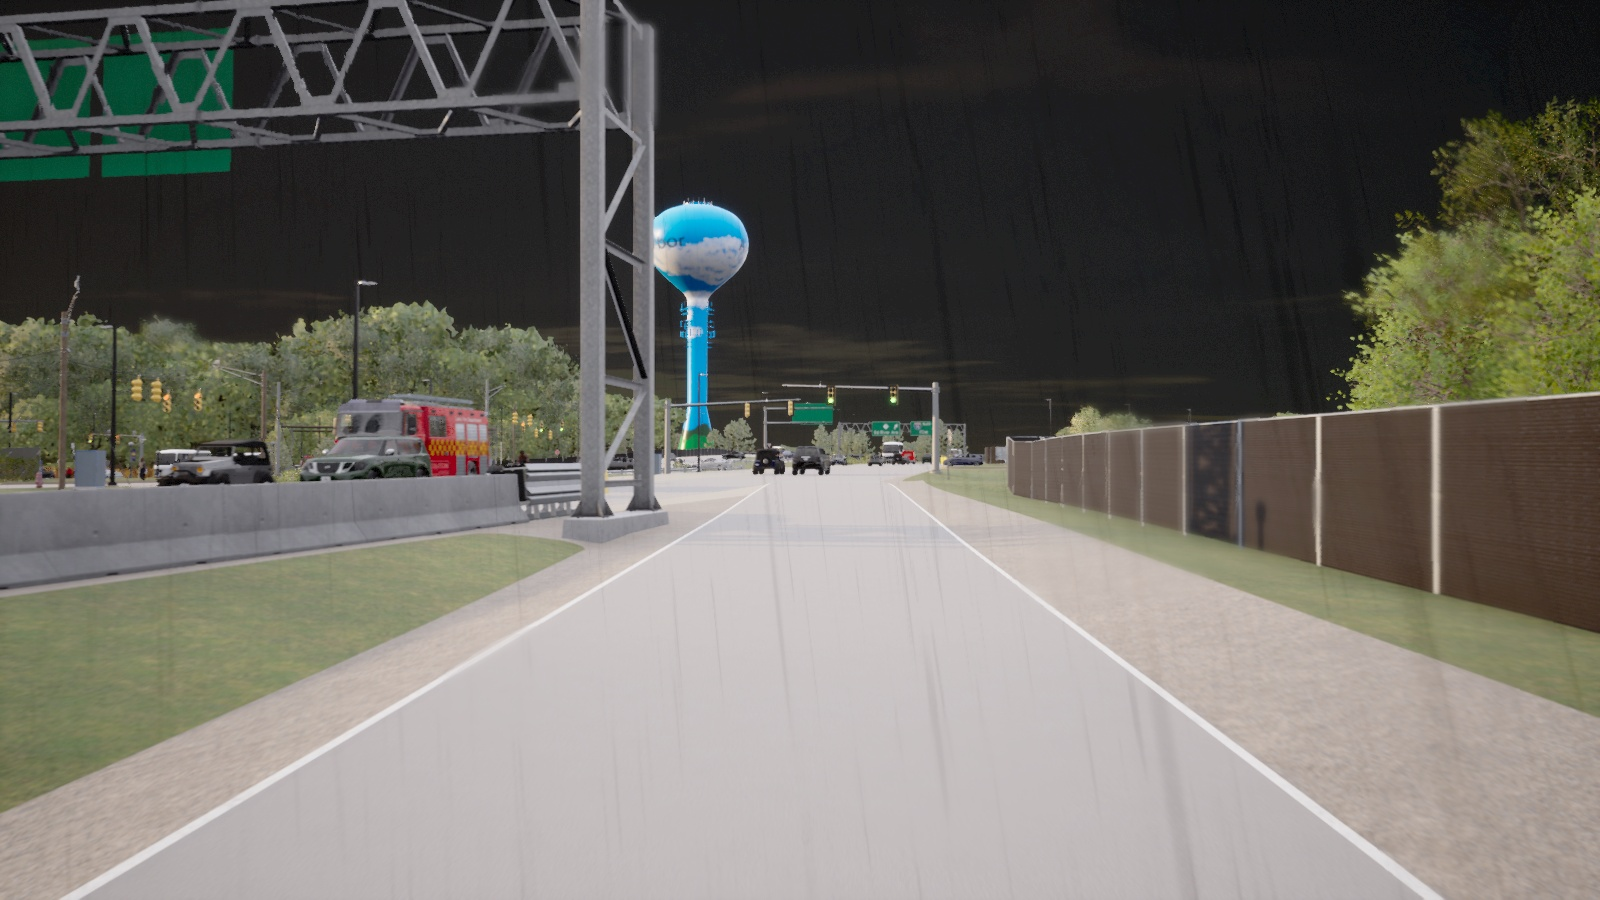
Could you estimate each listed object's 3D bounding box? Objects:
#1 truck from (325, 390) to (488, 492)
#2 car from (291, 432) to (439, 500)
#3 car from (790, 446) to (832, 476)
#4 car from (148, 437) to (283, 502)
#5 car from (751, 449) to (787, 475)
[{"bbox_3d":[-15.797,-0.311,51.234,2.891,3.827,8.468,0,0,9],"label":"truck"},{"bbox_3d":[-13.933,0.510,40.631,2.150,2.045,5.566,0,0,9],"label":"car"},{"bbox_3d":[0.843,0.752,89.095,2.150,2.045,5.566,0,0,9],"label":"car"},{"bbox_3d":[-17.817,0.582,38.485,1.905,1.878,3.866,0,0,9],"label":"car"},{"bbox_3d":[-2.247,0.851,91.951,1.905,1.878,3.866,0,0,9],"label":"car"}]
